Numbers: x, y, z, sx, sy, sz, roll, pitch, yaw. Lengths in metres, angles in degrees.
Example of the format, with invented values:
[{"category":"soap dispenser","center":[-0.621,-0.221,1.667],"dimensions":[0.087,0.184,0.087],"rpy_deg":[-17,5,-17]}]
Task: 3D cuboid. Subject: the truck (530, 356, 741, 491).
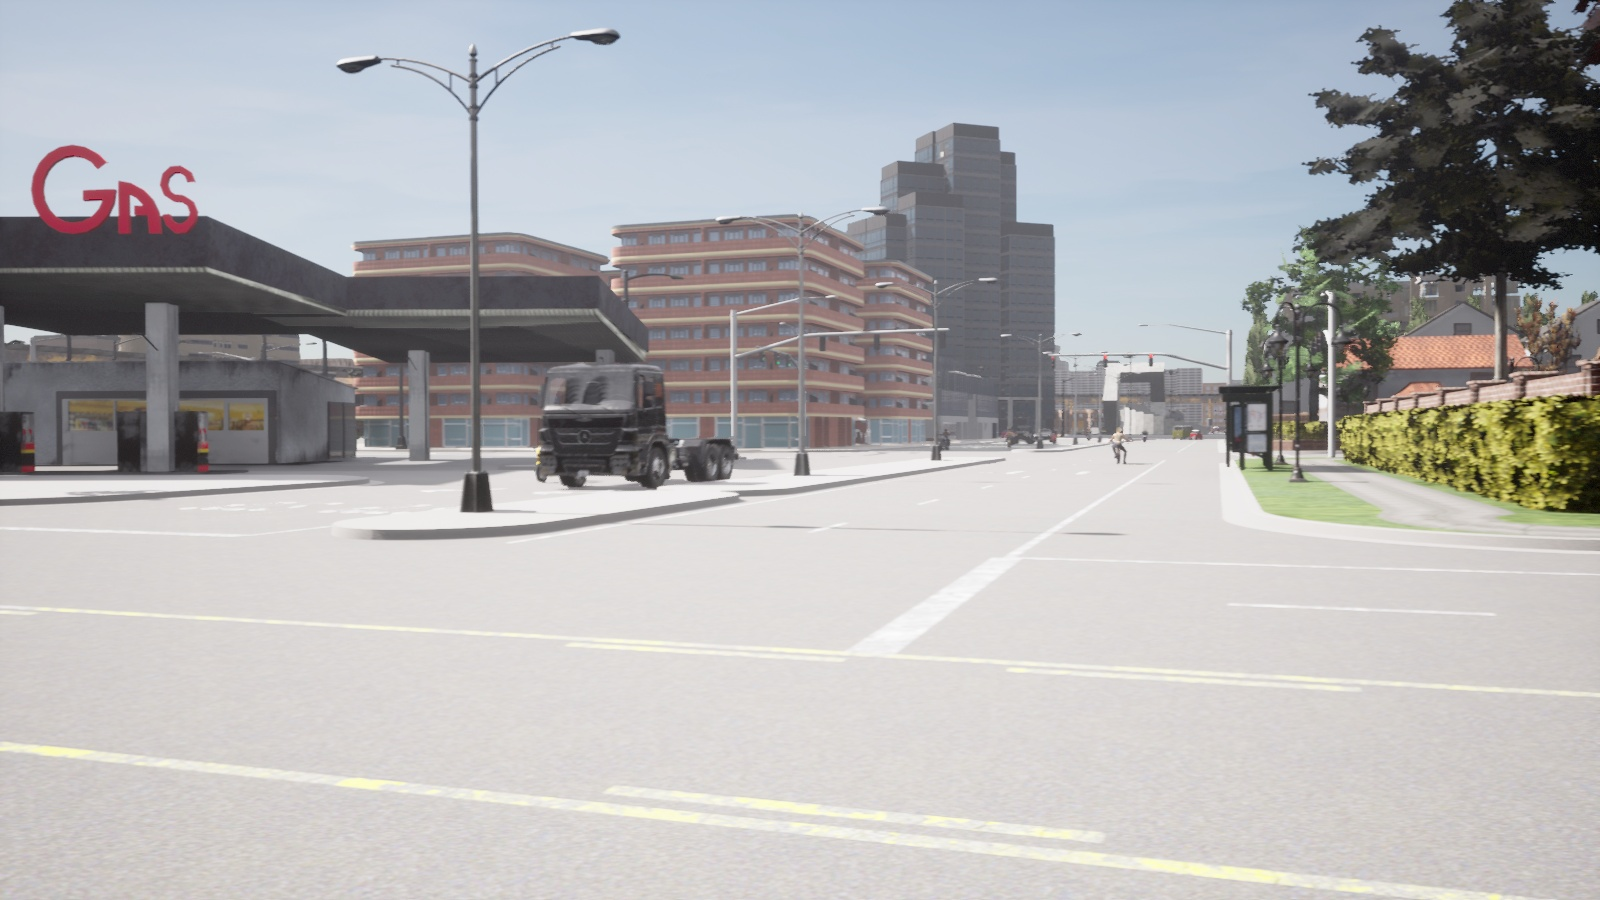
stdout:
[{"category":"truck","center":[-4.484,-0.755,36.377],"dimensions":[2.891,3.462,7.936],"rpy_deg":[1,1,18]}]
